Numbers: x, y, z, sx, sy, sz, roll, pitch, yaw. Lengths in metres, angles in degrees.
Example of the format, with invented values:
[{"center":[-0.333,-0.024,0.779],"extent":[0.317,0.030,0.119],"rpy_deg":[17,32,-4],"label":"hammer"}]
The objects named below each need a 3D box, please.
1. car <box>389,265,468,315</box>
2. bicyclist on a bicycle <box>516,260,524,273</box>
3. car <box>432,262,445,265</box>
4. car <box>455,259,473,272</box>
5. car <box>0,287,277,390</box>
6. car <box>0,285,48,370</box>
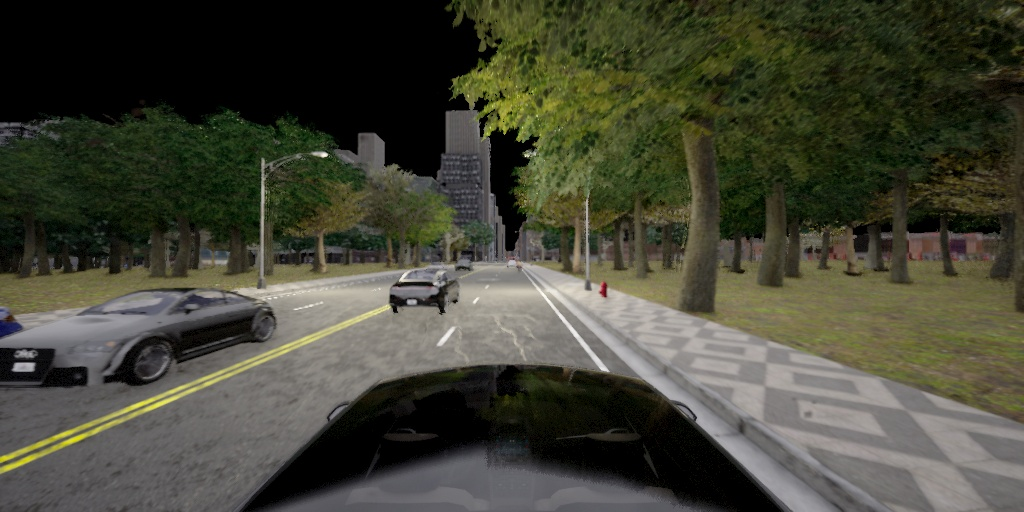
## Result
[{"center":[-3.150,1.249,13.718],"extent":[2.128,1.511,4.902],"rpy_deg":[0,0,0],"label":"car"},{"center":[0.891,1.272,40.075],"extent":[0.866,1.612,1.509],"rpy_deg":[0,0,0],"label":"bicyclist on a bicycle"},{"center":[-9.827,1.467,46.712],"extent":[1.895,1.301,4.718],"rpy_deg":[0,0,0],"label":"car"},{"center":[-6.571,1.229,49.304],"extent":[2.097,1.767,4.553],"rpy_deg":[0,0,0],"label":"car"},{"center":[-6.600,1.316,6.842],"extent":[1.994,1.385,4.181],"rpy_deg":[0,0,0],"label":"car"},{"center":[-9.850,1.276,4.572],"extent":[1.812,1.442,4.674],"rpy_deg":[0,0,0],"label":"car"}]
